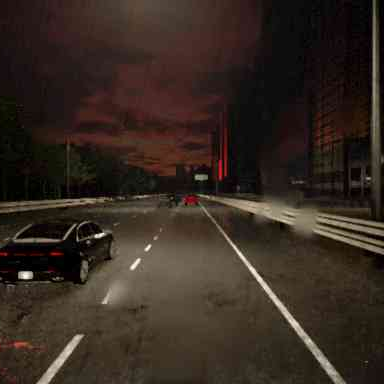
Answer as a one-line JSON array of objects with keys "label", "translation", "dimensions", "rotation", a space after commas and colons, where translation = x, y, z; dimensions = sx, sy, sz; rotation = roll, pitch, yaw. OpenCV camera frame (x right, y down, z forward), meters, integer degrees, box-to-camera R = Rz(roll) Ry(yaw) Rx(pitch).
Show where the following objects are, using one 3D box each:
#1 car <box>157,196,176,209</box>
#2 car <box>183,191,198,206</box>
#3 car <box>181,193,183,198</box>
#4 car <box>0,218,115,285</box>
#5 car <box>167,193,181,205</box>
[{"label": "car", "translation": [-3.618, 1.599, 45.095], "dimensions": [2.033, 1.411, 5.357], "rotation": [0, 0, 0]}, {"label": "car", "translation": [-0.084, 1.306, 57.938], "dimensions": [2.150, 2.045, 5.566], "rotation": [0, 0, 0]}, {"label": "car", "translation": [-3.968, 1.723, 93.023], "dimensions": [1.812, 1.442, 4.674], "rotation": [0, 0, -1]}, {"label": "car", "translation": [-3.509, 1.507, 9.432], "dimensions": [1.837, 1.490, 4.892], "rotation": [0, 0, 0]}, {"label": "car", "translation": [-3.727, 1.322, 63.664], "dimensions": [2.150, 2.045, 5.566], "rotation": [0, 0, 0]}]
